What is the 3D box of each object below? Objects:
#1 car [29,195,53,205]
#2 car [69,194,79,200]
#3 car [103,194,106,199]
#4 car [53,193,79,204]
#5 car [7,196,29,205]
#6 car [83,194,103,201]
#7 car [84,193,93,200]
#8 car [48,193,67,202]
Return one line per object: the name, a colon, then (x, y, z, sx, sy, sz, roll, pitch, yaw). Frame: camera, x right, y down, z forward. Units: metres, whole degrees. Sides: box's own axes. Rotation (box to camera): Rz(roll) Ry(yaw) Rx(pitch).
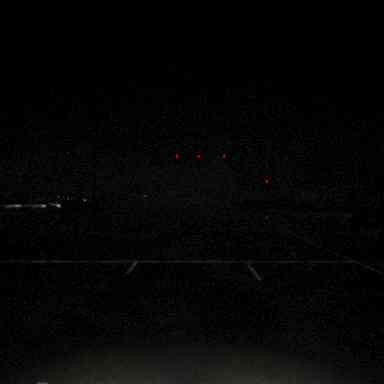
car: (-24.673, 1.321, 55.315, 1.812, 1.442, 4.674, 0, 0, 0)
car: (-30.049, 1.267, 84.815, 1.895, 1.301, 4.718, 0, 0, -14)
car: (-23.334, 1.260, 86.774, 1.895, 1.301, 4.718, 0, 0, -14)
car: (-21.174, 1.143, 56.441, 2.097, 1.767, 4.553, 0, 0, 0)
car: (-28.164, 1.345, 54.886, 2.033, 1.411, 5.357, 0, 0, 0)
car: (-21.190, 1.229, 71.550, 1.837, 1.490, 4.892, 0, 0, 0)
car: (-26.842, 1.145, 86.321, 1.882, 1.535, 5.008, 0, 0, -14)
car: (-28.166, 1.090, 69.960, 2.097, 1.767, 4.553, 0, 0, 0)
